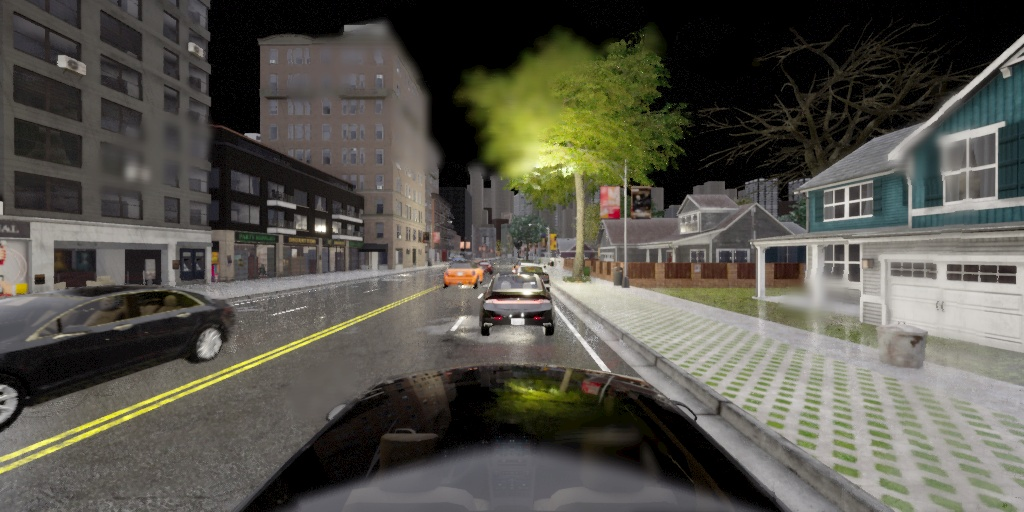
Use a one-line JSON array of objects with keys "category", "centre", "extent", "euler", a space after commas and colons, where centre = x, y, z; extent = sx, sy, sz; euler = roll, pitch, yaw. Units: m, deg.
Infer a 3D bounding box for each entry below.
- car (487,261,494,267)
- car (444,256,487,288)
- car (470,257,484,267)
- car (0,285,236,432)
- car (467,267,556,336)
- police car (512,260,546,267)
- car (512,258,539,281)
[{"category": "car", "centre": [-2.998, 1.247, 39.666], "extent": [1.812, 1.442, 4.674], "euler": [0, 0, 0]}, {"category": "car", "centre": [-3.064, 1.091, 23.544], "extent": [2.097, 1.767, 4.553], "euler": [0, 0, 1]}, {"category": "car", "centre": [-6.269, 1.048, 65.060], "extent": [2.097, 1.767, 4.553], "euler": [0, 0, 1]}, {"category": "car", "centre": [-6.586, 1.254, 5.333], "extent": [1.837, 1.490, 4.892], "euler": [0, 0, 0]}, {"category": "car", "centre": [0.134, 1.239, 10.369], "extent": [2.128, 1.511, 4.902], "euler": [0, 0, 0]}, {"category": "police car", "centre": [1.052, 1.165, 20.618], "extent": [1.930, 1.638, 5.238], "euler": [0, 0, 0]}, {"category": "car", "centre": [1.093, 1.081, 30.478], "extent": [2.097, 1.767, 4.553], "euler": [0, 0, 0]}]
